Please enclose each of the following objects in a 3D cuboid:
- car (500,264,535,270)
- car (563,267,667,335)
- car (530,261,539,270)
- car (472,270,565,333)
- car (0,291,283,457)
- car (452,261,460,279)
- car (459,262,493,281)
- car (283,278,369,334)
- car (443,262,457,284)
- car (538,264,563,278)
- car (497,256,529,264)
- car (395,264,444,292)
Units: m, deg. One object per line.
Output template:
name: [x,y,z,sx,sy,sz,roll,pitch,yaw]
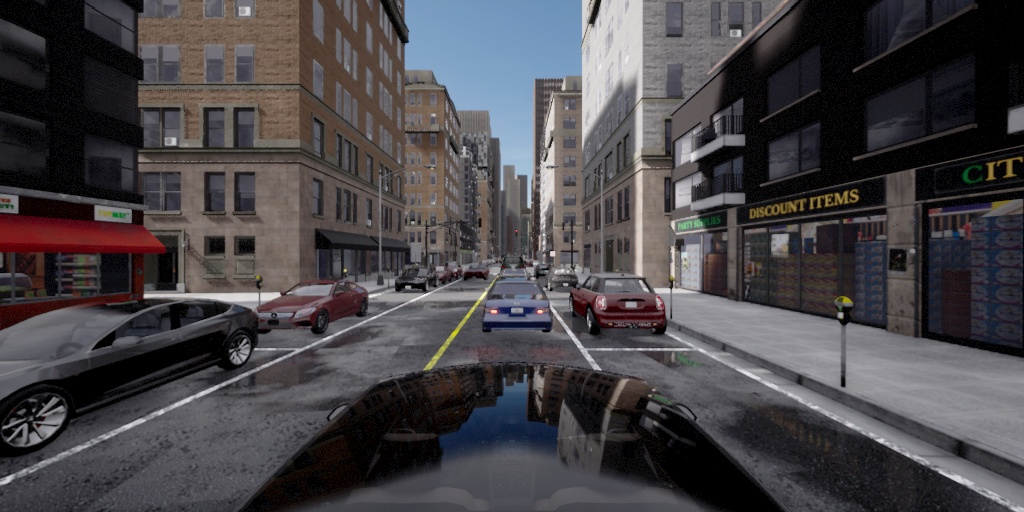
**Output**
car: [0.149,1.373,21.287,1.895,1.301,4.718,0,0,0]
car: [2.877,1.199,10.565,1.967,1.591,4.097,0,0,0]
car: [2.935,1.352,32.570,1.948,1.339,4.313,0,0,0]
car: [0.123,1.307,10.781,2.033,1.411,5.357,0,0,0]
car: [-5.663,1.319,5.086,1.948,1.339,4.313,0,0,0]
car: [-5.590,1.226,32.593,1.967,1.591,4.097,0,0,0]
car: [-2.957,1.384,30.381,1.895,1.301,4.718,0,0,1]
car: [-5.648,1.341,10.588,1.802,1.307,4.207,0,0,0]
car: [-5.605,1.361,27.092,1.802,1.307,4.207,0,0,0]
car: [2.906,1.322,21.568,2.007,1.370,4.403,0,0,0]
car: [0.085,1.006,31.319,2.150,2.045,5.566,0,0,0]
car: [-5.619,1.338,21.590,1.948,1.339,4.313,0,0,0]
